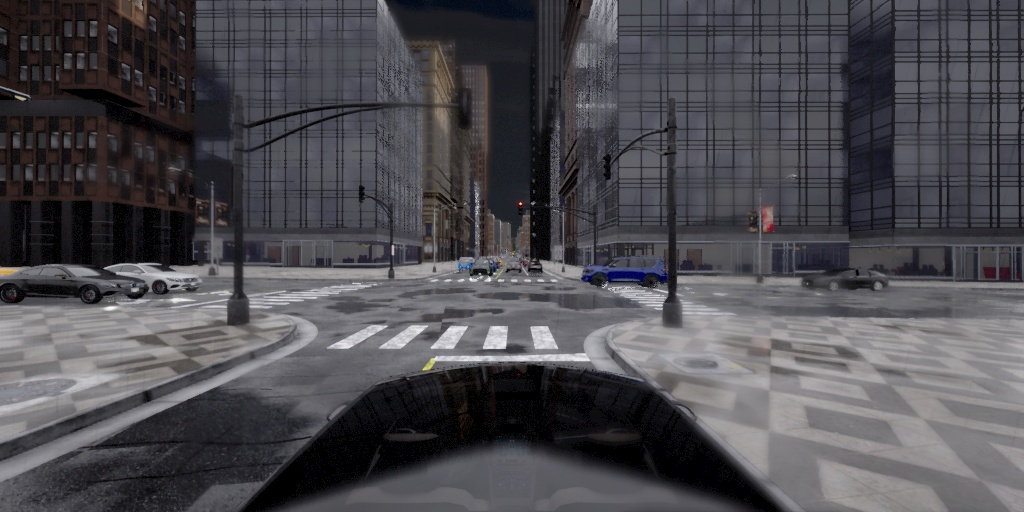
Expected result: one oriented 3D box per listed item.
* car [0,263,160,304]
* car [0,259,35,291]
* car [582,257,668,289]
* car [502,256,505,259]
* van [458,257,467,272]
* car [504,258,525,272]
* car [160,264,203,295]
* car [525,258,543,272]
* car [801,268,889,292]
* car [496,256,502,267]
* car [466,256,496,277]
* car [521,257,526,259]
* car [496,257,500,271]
[{"bbox_3d":[-17.234,1.047,14.121,4.674,1.442,1.812,1,0,-1],"label":"car"},{"bbox_3d":[-26.907,0.887,17.418,5.008,1.535,1.882,1,0,1],"label":"car"},{"bbox_3d":[7.587,1.103,24.328,5.566,2.045,2.150,1,0,7],"label":"car"},{"bbox_3d":[-2.780,1.159,65.014,1.882,1.535,5.008,0,0,1],"label":"car"},{"bbox_3d":[-5.691,1.058,44.719,1.690,1.789,3.998,0,0,0],"label":"van"},{"bbox_3d":[0.233,1.265,44.407,2.033,1.411,5.357,0,0,1],"label":"car"},{"bbox_3d":[-17.762,1.052,17.377,4.674,1.442,1.812,1,0,0],"label":"car"},{"bbox_3d":[2.834,1.283,44.673,1.948,1.339,4.313,0,0,0],"label":"car"},{"bbox_3d":[22.108,1.581,23.894,4.892,1.490,1.837,-1,0,0],"label":"car"},{"bbox_3d":[-2.871,1.206,54.946,1.837,1.490,4.892,0,0,1],"label":"car"},{"bbox_3d":[-2.966,1.080,35.508,2.097,1.767,4.553,0,0,0],"label":"car"},{"bbox_3d":[2.926,1.270,61.621,1.802,1.307,4.207,0,0,0],"label":"car"},{"bbox_3d":[-2.932,1.195,44.629,1.882,1.535,5.008,0,0,1],"label":"car"}]
